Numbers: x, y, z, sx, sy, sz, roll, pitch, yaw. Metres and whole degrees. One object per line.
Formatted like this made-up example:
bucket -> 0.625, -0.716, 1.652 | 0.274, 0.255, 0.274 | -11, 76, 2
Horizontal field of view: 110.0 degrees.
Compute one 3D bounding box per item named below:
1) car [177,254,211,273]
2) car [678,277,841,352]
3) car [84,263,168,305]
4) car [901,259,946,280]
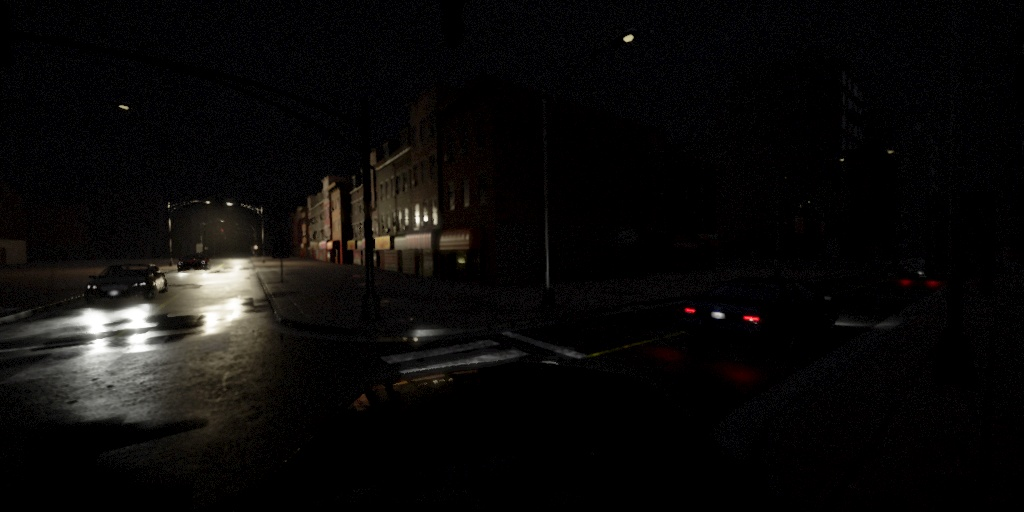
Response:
car -> -30.465, 0.575, 34.423 | 2.097, 1.767, 4.553 | -2, 2, -36
car -> 6.230, 1.237, 8.802 | 5.357, 1.411, 2.033 | -1, 1, -36
car -> -16.496, 1.097, 15.518 | 2.128, 1.511, 4.902 | -2, 2, -36
car -> 30.895, 0.948, 26.664 | 4.674, 1.442, 1.812 | -1, 1, -33
